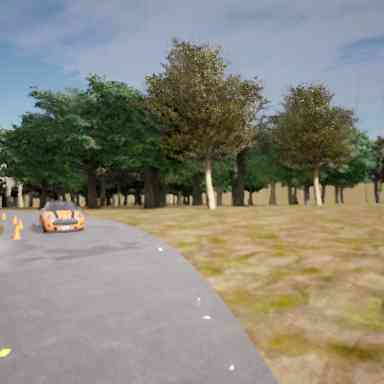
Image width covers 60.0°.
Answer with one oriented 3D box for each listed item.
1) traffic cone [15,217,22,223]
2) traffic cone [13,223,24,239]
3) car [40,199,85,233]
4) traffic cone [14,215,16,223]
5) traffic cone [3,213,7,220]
[{"bbox_3d":[-10.349,1.931,20.087,0.340,0.580,0.340,-1,0,-28],"label":"traffic cone"},{"bbox_3d":[-8.328,1.923,15.824,0.340,0.580,0.340,-1,0,-22],"label":"traffic cone"},{"bbox_3d":[-7.616,1.300,19.351,2.097,1.767,4.553,-1,0,-27],"label":"car"},{"bbox_3d":[-12.802,1.959,24.117,0.340,0.580,0.340,-1,0,-34],"label":"traffic cone"},{"bbox_3d":[-15.663,2.009,27.870,0.340,0.580,0.340,-1,0,-40],"label":"traffic cone"}]
